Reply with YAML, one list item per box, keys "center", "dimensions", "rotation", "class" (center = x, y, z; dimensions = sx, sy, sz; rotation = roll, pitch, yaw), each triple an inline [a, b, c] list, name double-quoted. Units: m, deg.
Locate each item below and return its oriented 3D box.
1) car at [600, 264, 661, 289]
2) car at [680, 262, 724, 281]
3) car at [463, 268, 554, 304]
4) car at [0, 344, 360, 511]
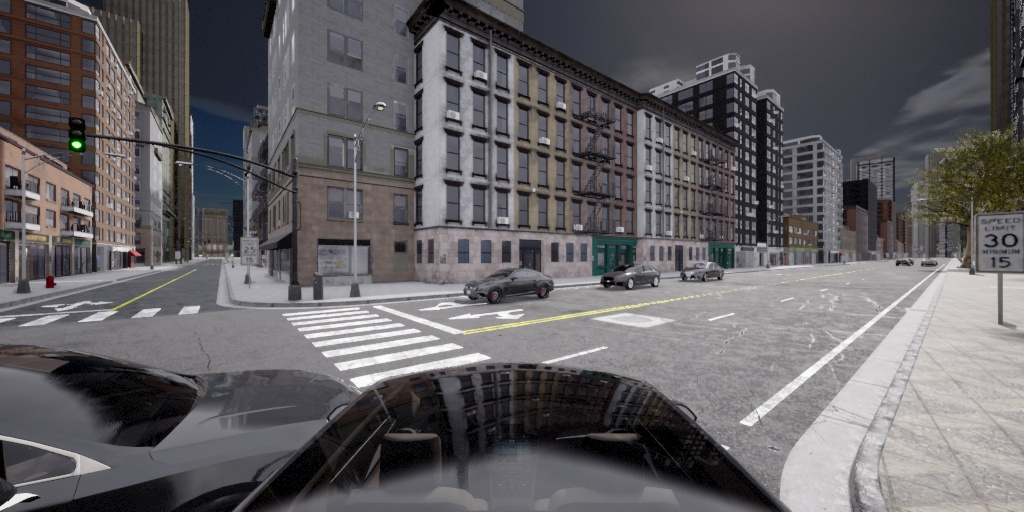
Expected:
- center: [7.652, 1.258, 22.972]
  dimensions: [4.892, 1.490, 1.837]
  rotation: [0, 0, -39]
  class: "car"
- center: [15.662, 1.236, 29.443]
  dimensions: [4.902, 1.511, 2.128]
  rotation: [0, 0, -39]
  class: "car"
- center: [-0.039, 1.287, 16.748]
  dimensions: [4.674, 1.442, 1.812]
  rotation: [0, 0, -39]
  class: "car"
- center: [-3.222, 1.257, 1.776]
  dimensions: [4.892, 1.490, 1.837]
  rotation: [0, 0, -35]
  class: "car"
